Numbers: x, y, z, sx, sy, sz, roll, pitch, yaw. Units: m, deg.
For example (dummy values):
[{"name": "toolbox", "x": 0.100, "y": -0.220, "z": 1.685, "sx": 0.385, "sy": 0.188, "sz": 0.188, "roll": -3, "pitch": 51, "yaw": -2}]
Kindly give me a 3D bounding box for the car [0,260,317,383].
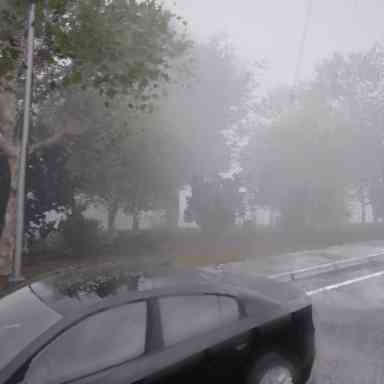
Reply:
[{"name": "car", "x": -0.951, "y": 1.479, "z": 3.007, "sx": 5.008, "sy": 1.535, "sz": 1.882, "roll": 0, "pitch": 0, "yaw": -35}]
